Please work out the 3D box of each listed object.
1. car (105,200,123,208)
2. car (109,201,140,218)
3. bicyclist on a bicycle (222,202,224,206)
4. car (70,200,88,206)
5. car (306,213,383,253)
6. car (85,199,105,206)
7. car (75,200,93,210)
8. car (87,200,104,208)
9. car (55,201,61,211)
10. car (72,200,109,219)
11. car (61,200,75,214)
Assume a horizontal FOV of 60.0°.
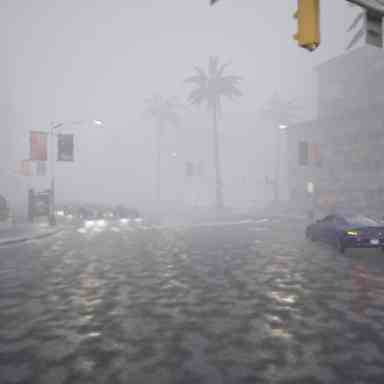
[{"bbox_3d":[-15.217,2.309,64.441,1.895,1.301,4.718,0,-1,-33],"label":"car"},{"bbox_3d":[-7.042,1.905,35.124,1.812,1.442,4.674,0,-1,-29],"label":"car"},{"bbox_3d":[3.816,1.701,45.435,1.656,1.620,0.582,0,0,-29],"label":"bicyclist on a bicycle"},{"bbox_3d":[-23.945,2.331,70.452,1.895,1.301,4.718,0,-1,-41],"label":"car"},{"bbox_3d":[6.422,1.616,14.058,1.812,1.442,4.674,0,-1,-1],"label":"car"},{"bbox_3d":[-21.221,2.273,72.651,2.033,1.411,5.357,0,-1,-41],"label":"car"},{"bbox_3d":[-17.662,2.110,54.453,1.882,1.535,5.008,0,0,-29],"label":"car"},{"bbox_3d":[-18.079,2.235,62.412,1.812,1.442,4.674,0,-1,-33],"label":"car"},{"bbox_3d":[-20.072,2.111,51.539,2.128,1.511,4.902,0,0,-29],"label":"car"},{"bbox_3d":[-10.437,1.884,34.024,2.128,1.511,4.902,0,-1,-29],"label":"car"},{"bbox_3d":[-14.860,1.850,42.100,2.097,1.767,4.553,0,-1,-29],"label":"car"}]
